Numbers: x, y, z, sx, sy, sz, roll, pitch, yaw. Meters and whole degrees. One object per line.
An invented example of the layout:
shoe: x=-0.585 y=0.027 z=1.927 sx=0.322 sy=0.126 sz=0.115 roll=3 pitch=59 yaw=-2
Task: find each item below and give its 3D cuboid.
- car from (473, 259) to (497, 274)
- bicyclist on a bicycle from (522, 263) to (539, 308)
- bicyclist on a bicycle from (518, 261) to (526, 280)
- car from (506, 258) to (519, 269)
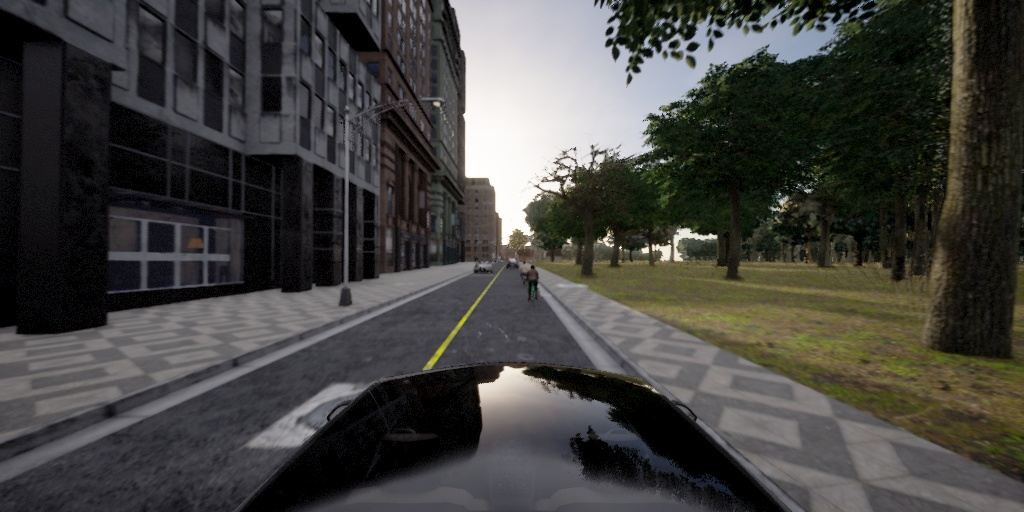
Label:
car: x=-3.080 y=1.276 z=39.560 sx=1.994 sy=1.385 sz=4.181 roll=0 pitch=0 yaw=0
bicyclist on a bicycle: x=0.827 y=1.187 z=14.204 sx=0.582 sy=1.620 sz=1.656 roll=0 pitch=0 yaw=0
bicyclist on a bicycle: x=0.804 y=1.160 z=23.569 sx=0.866 sy=1.612 sz=1.509 roll=0 pitch=0 yaw=0
car: x=0.090 y=1.241 z=57.435 sx=1.812 sy=1.442 sz=4.674 roll=0 pitch=0 yaw=0
